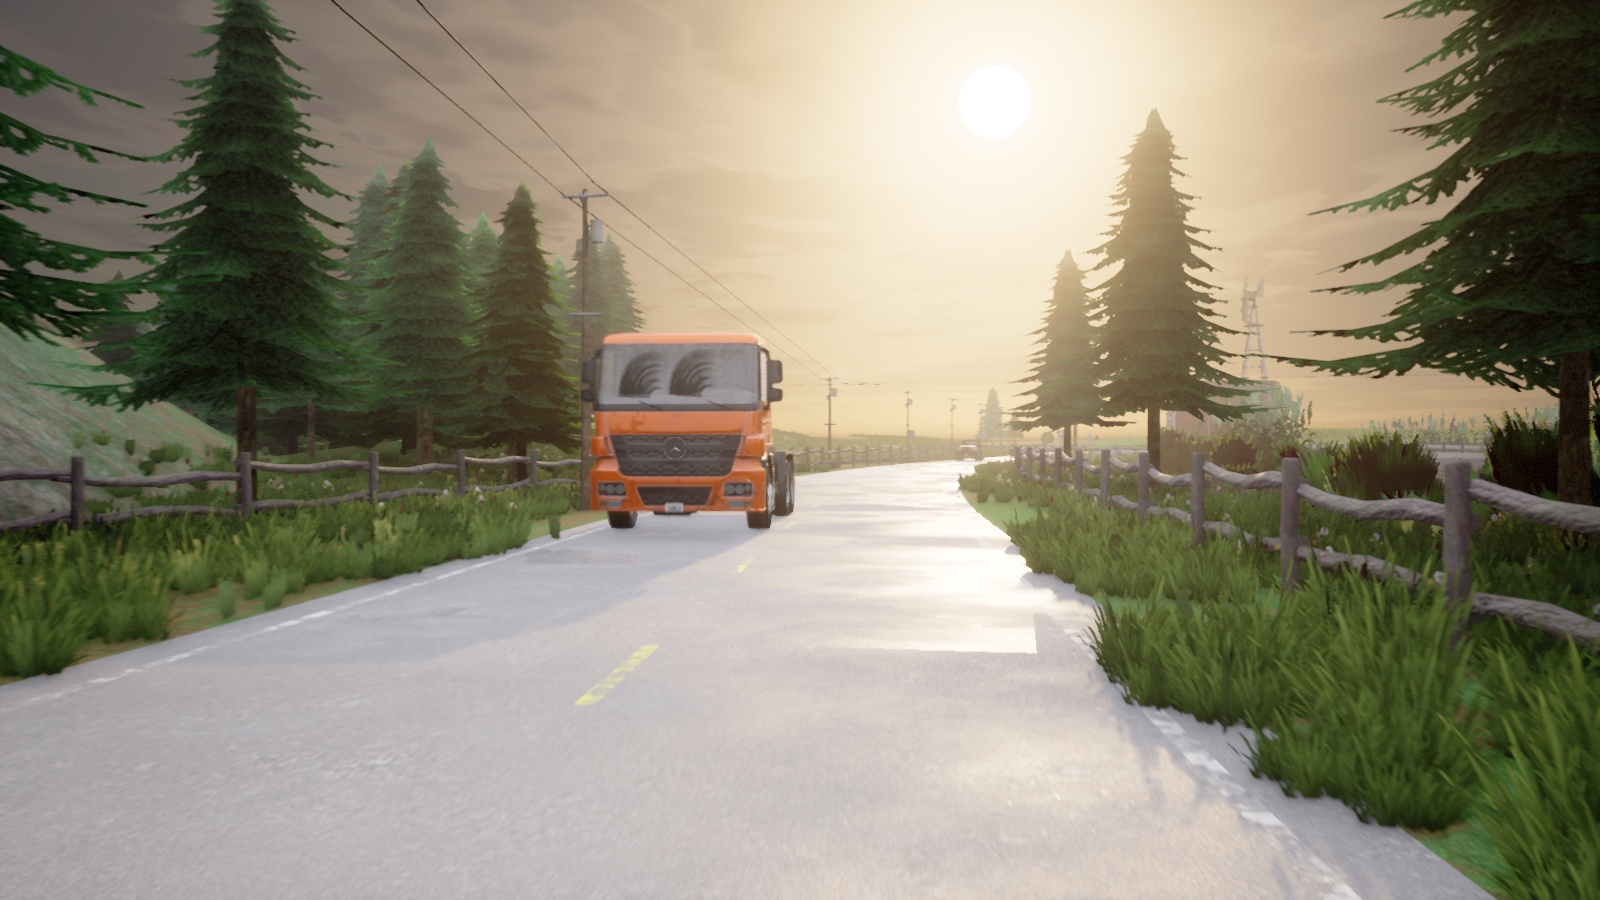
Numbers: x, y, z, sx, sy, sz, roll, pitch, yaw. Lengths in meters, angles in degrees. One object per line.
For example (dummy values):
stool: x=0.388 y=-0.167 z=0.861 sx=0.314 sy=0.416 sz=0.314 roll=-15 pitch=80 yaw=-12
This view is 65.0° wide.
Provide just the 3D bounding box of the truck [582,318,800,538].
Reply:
truck: x=-1.737 y=-0.372 z=23.881 sx=2.891 sy=3.462 sz=7.936 roll=0 pitch=0 yaw=4
